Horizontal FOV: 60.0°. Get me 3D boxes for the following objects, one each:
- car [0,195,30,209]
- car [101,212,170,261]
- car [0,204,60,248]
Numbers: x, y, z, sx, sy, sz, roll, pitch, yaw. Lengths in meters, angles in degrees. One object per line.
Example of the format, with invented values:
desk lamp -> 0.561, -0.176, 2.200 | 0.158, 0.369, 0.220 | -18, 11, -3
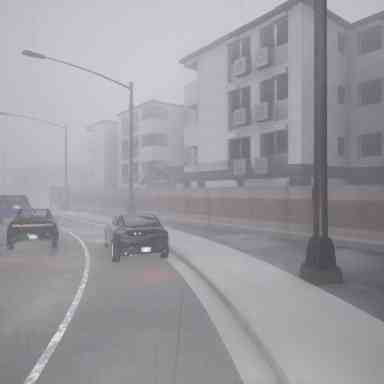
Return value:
car -> -14.131, 1.224, 26.166 | 2.150, 2.045, 5.566 | 0, 0, -34
car -> -2.189, 1.504, 12.417 | 1.837, 1.490, 4.892 | 0, 0, -19
car -> -7.052, 1.492, 14.903 | 2.128, 1.511, 4.902 | 0, 0, -24
